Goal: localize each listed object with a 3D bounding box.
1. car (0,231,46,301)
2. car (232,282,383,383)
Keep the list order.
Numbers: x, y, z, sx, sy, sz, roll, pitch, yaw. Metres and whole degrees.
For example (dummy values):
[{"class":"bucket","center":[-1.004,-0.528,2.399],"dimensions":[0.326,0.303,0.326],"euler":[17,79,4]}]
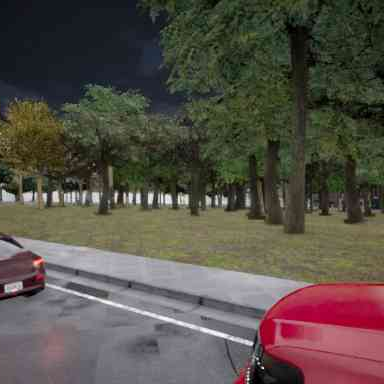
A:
[{"class":"car","center":[-5.036,1.524,7.258],"dimensions":[4.674,1.442,1.812],"euler":[0,0,36]},{"class":"car","center":[2.923,1.222,1.601],"dimensions":[5.566,2.045,2.150],"euler":[0,0,35]}]
